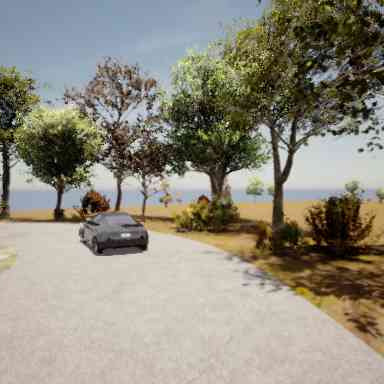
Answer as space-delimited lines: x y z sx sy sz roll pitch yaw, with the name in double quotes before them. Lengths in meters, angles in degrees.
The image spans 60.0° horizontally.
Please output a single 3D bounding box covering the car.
"car" -3.300 1.513 13.696 1.994 1.385 4.181 0 0 -27
